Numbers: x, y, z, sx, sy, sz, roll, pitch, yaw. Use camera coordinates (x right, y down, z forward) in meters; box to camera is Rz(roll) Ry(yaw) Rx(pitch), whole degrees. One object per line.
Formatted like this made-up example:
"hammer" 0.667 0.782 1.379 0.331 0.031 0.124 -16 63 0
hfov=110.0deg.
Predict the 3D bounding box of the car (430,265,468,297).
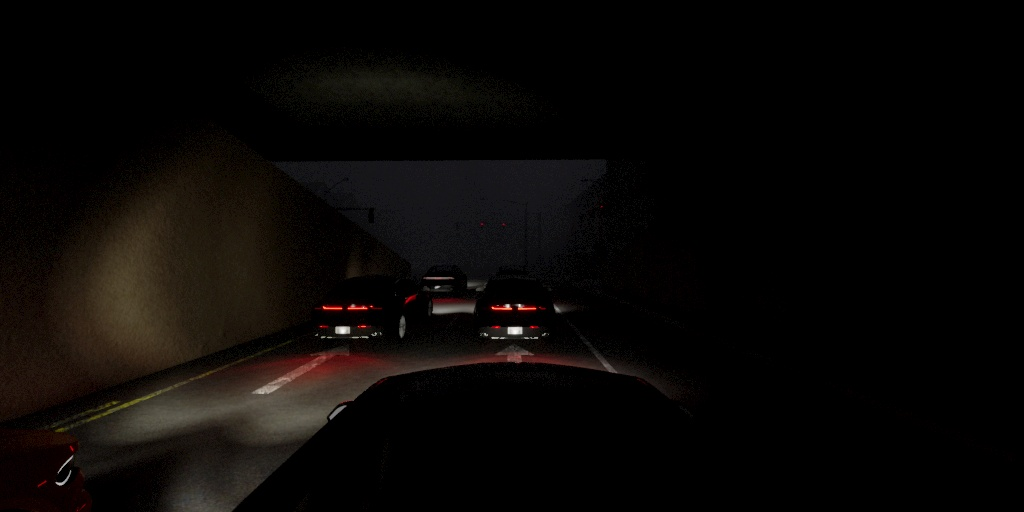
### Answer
"car" -3.488 1.241 19.012 2.128 1.511 4.902 0 0 -1

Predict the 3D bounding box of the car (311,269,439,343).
"car" -3.450 1.255 9.695 1.837 1.490 4.892 0 0 0

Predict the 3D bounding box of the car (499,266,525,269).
"car" 0.008 1.255 19.049 1.837 1.490 4.892 0 0 0

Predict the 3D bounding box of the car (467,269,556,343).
"car" 0.051 1.255 9.639 1.837 1.490 4.892 0 0 0
